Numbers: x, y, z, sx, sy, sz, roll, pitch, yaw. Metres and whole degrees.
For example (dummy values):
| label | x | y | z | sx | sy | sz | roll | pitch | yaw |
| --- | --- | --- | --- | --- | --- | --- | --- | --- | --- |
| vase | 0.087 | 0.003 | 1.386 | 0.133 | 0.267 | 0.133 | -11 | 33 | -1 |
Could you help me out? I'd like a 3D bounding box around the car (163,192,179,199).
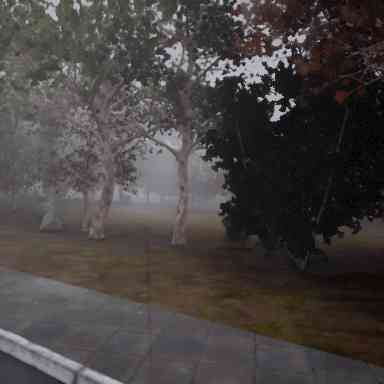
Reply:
| label | x | y | z | sx | sy | sz | roll | pitch | yaw |
| --- | --- | --- | --- | --- | --- | --- | --- | --- | --- |
| car | -5.774 | 1.037 | 94.871 | 2.435 | 2.045 | 5.566 | 6 | 1 | 41 |
